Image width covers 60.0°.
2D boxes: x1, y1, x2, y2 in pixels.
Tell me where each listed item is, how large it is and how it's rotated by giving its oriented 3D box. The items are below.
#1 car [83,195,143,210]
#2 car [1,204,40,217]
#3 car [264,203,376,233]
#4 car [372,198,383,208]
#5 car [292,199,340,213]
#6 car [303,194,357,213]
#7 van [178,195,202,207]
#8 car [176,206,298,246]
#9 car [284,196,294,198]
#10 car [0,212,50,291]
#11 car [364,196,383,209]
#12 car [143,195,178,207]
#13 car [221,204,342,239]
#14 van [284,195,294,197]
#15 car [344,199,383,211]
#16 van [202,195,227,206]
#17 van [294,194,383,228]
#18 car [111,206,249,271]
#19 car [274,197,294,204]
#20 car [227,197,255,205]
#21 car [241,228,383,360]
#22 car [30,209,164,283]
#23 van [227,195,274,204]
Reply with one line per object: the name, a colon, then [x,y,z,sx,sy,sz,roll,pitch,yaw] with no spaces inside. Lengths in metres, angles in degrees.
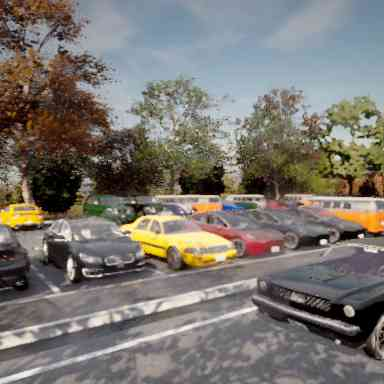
car: [-6.075,1.240,23.878,2.435,2.045,5.566,0,0,-35]
car: [-10.605,1.496,20.686,2.097,1.535,5.008,0,0,-35]
car: [5.955,1.518,16.380,2.163,1.488,4.792,0,0,-35]
car: [29.928,1.677,49.497,2.097,1.535,5.008,1,0,-35]
car: [14.238,1.558,38.317,2.163,1.488,4.792,1,0,-35]
car: [16.464,1.299,39.969,2.435,2.045,5.566,1,0,-35]
van: [-1.508,1.260,27.015,1.878,1.987,4.442,0,0,-35]
car: [1.429,1.523,13.163,2.163,1.488,4.792,0,0,-35]
car: [9.588,1.523,35.081,2.163,1.488,4.792,0,0,-35]
car: [-5.372,1.502,8.357,2.231,1.521,4.892,0,0,-35]
car: [27.649,1.531,47.922,2.185,1.767,4.553,1,0,-35]
car: [-3.817,1.237,25.483,2.435,2.045,5.566,0,0,-35]
car: [3.692,1.520,14.772,2.163,1.488,4.792,0,0,-35]
van: [11.797,1.283,36.759,1.878,1.987,4.442,0,0,-35]
car: [23.253,1.654,44.756,2.002,1.452,4.674,1,0,-35]
van: [0.614,1.257,28.810,1.878,1.987,4.442,0,0,-35]
van: [8.133,1.259,18.107,1.878,1.987,4.442,0,0,-35]
car: [-0.743,1.493,11.428,1.946,1.575,5.366,0,0,-35]
car: [7.436,1.514,33.552,2.163,1.488,4.792,0,0,-35]
car: [2.937,1.480,30.325,2.097,1.535,5.008,0,0,-35]
car: [3.312,1.596,6.049,4.718,1.301,1.895,0,0,-36]
car: [-3.117,1.500,9.976,2.231,1.521,4.892,0,0,-35]
van: [5.273,1.255,31.846,1.878,1.987,4.442,0,0,-36]
